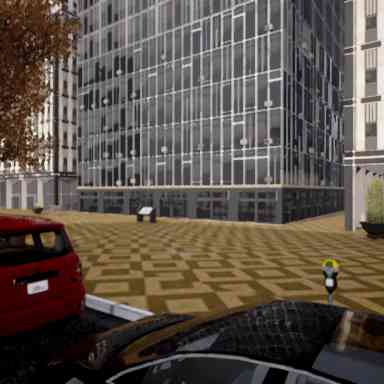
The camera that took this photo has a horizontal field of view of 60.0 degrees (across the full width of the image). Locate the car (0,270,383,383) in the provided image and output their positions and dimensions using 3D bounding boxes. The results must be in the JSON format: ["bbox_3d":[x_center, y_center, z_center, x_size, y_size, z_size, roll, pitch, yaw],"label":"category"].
[{"bbox_3d":[0.575,1.564,2.465,4.313,1.339,1.947,0,0,35],"label":"car"}]

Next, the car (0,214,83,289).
[{"bbox_3d":[-3.929,1.301,5.661,5.009,1.841,2.192,0,0,35],"label":"car"}]
